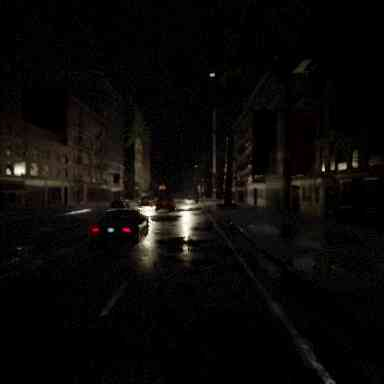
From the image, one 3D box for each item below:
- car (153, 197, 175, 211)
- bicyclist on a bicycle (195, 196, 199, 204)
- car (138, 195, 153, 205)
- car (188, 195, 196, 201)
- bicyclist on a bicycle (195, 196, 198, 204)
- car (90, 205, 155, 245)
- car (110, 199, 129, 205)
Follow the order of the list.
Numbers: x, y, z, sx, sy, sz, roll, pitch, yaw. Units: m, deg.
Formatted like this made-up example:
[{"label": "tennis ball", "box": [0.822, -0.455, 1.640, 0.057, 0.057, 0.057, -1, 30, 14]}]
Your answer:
[{"label": "car", "box": [-3.151, 1.355, 40.240, 2.097, 1.767, 4.553, 0, 0, 0]}, {"label": "bicyclist on a bicycle", "box": [0.893, 1.509, 56.839, 0.582, 1.620, 1.656, 0, -1, 0]}, {"label": "car", "box": [-6.570, 1.377, 48.681, 2.097, 1.767, 4.553, 0, 0, 0]}, {"label": "car", "box": [-0.001, 1.596, 86.132, 2.128, 1.511, 4.902, 0, 0, 0]}, {"label": "bicyclist on a bicycle", "box": [0.891, 1.550, 65.828, 0.582, 1.620, 1.656, 0, -1, 0]}, {"label": "car", "box": [-3.151, 1.537, 15.418, 2.033, 1.411, 5.357, 0, 0, 0]}, {"label": "car", "box": [-9.828, 1.580, 45.424, 1.994, 1.385, 4.181, 0, 0, 0]}]
